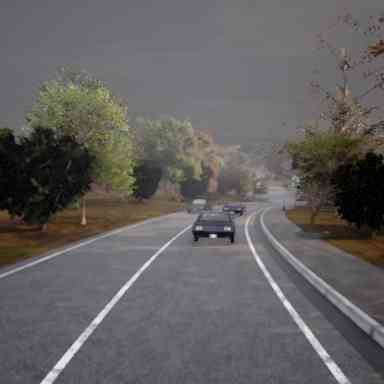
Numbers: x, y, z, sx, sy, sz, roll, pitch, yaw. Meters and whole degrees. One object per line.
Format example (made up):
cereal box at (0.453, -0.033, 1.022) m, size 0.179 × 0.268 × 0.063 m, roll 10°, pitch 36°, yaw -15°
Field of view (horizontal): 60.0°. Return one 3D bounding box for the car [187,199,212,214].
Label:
car at (0.855, 1.438, 34.105) m, size 1.812 × 1.442 × 4.674 m, roll 1°, pitch 0°, yaw 15°

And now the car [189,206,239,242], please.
car at (1.188, 1.585, 16.392) m, size 1.895 × 1.301 × 4.718 m, roll 1°, pitch 0°, yaw 7°

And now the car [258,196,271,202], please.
car at (15.819, 1.570, 72.651) m, size 1.895 × 1.301 × 4.718 m, roll 2°, pitch 1°, yaw 23°

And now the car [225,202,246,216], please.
car at (4.303, 1.596, 32.859) m, size 1.895 × 1.301 × 4.718 m, roll 1°, pitch 0°, yaw 14°
